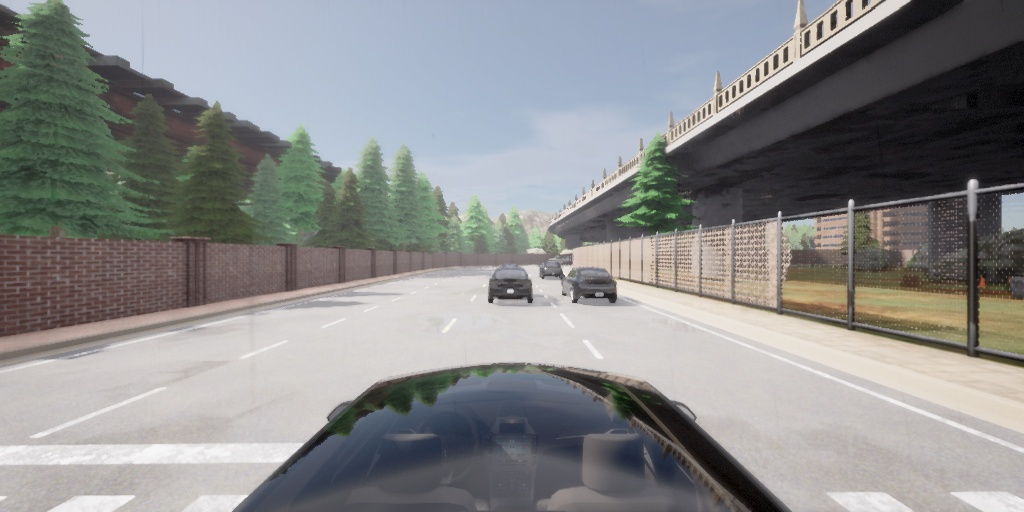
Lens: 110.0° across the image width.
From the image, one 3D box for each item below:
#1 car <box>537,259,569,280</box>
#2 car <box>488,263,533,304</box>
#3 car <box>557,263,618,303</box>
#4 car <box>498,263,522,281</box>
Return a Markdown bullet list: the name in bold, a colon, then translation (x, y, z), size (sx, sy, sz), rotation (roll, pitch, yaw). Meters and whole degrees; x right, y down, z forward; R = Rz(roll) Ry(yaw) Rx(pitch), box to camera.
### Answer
- **car**: translation (3.345, 1.245, 31.528), size (2.128, 1.511, 4.902), rotation (0, 0, 0)
- **car**: translation (-0.074, 1.235, 16.510), size (1.882, 1.535, 5.008), rotation (0, 0, 0)
- **car**: translation (3.426, 1.266, 16.528), size (1.837, 1.490, 4.892), rotation (0, 0, 0)
- **car**: translation (-0.155, 1.322, 31.509), size (1.994, 1.385, 4.181), rotation (0, 0, 0)
